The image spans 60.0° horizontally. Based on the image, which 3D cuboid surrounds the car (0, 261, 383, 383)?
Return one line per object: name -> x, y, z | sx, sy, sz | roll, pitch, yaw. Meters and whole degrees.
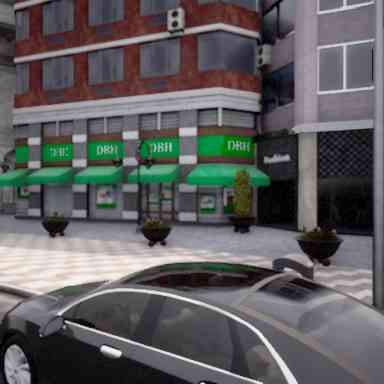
car -> -0.115, 1.499, 3.372 | 4.892, 1.490, 1.837 | 0, 0, 36
